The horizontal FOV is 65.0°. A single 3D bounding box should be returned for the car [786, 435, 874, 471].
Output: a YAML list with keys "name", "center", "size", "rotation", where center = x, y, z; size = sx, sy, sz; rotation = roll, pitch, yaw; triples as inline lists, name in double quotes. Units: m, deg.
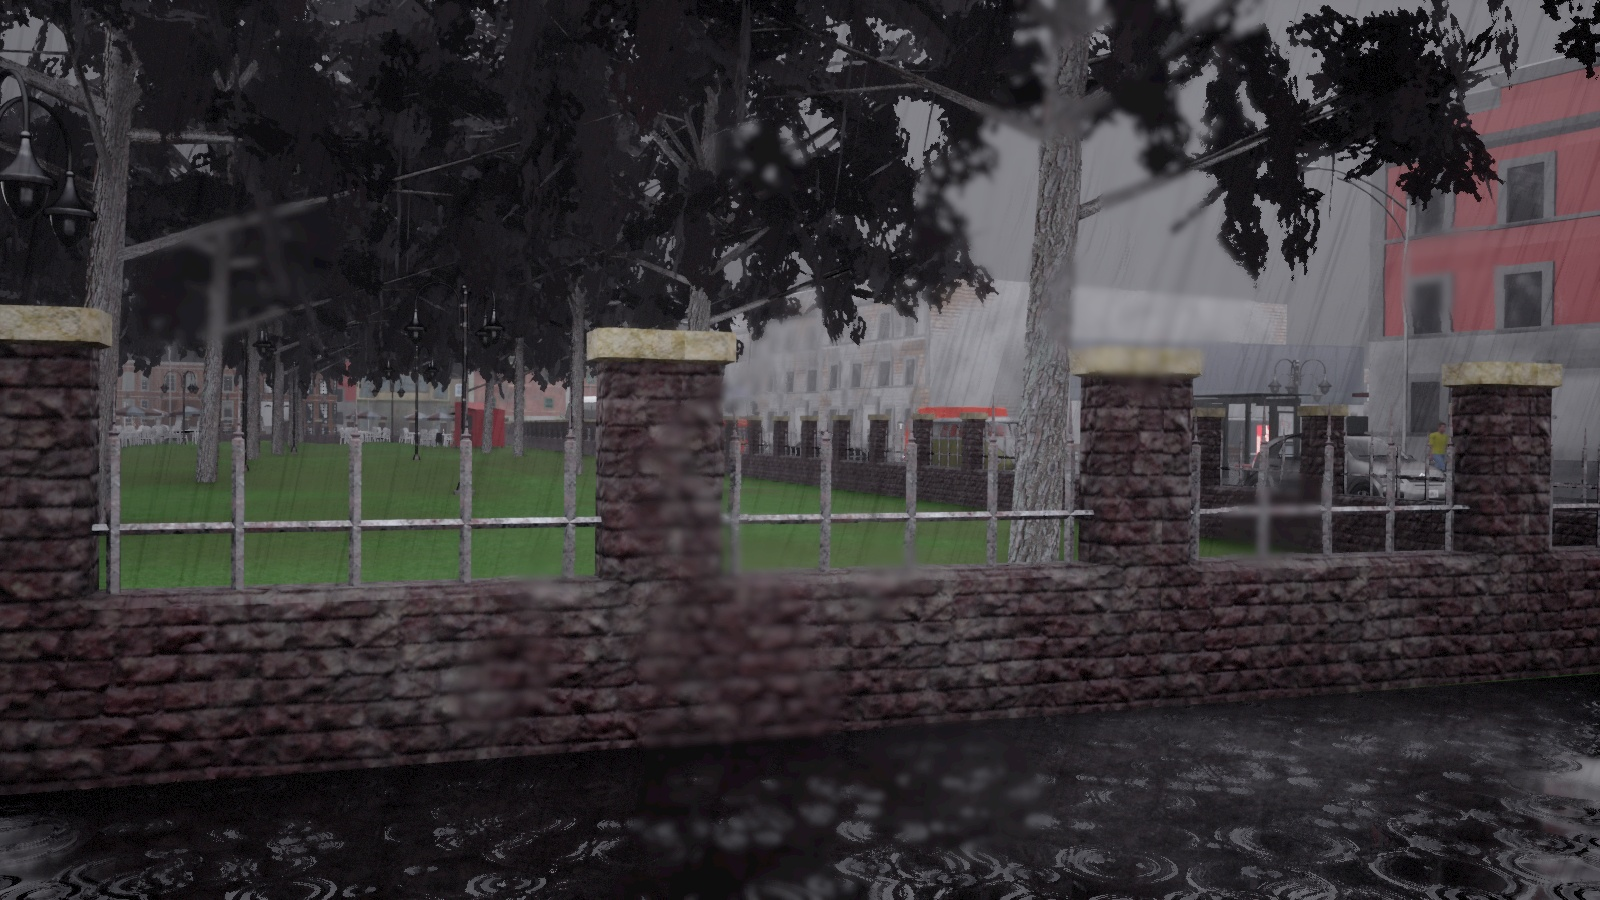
- name: "car"
  center: [1.117, 0.085, 49.288]
  size: [1.895, 1.301, 4.718]
  rotation: [-1, 1, -20]

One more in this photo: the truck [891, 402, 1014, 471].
- name: "truck"
  center: [5.748, -0.535, 48.177]
  size: [2.627, 2.467, 5.204]
  rotation: [-1, 1, -20]

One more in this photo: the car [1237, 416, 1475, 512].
- name: "car"
  center: [10.278, 0.202, 23.553]
  size: [1.851, 1.617, 3.988]
  rotation: [-1, 1, -19]

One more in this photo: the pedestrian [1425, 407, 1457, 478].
- name: "pedestrian"
  center: [16.625, -0.202, 32.591]
  size: [0.354, 1.836, 0.706]
  rotation: [-1, 1, -16]

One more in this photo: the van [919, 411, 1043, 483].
- name: "van"
  center: [5.324, -0.116, 37.444]
  size: [1.775, 1.987, 4.442]
  rotation: [-1, 1, -20]

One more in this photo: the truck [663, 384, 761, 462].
- name: "truck"
  center: [-4.723, -1.383, 65.629]
  size: [2.891, 3.827, 8.468]
  rotation: [-1, 1, -20]
